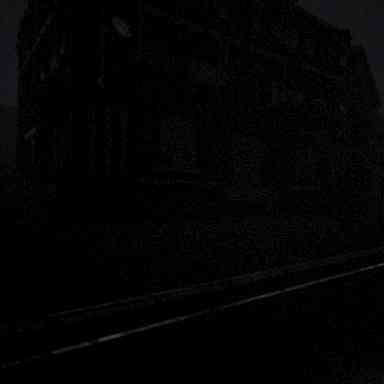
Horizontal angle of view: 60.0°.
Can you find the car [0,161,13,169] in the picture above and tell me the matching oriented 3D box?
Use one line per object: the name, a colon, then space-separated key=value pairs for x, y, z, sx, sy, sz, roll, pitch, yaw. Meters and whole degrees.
car: x=-18.169 y=-2.499 z=28.876 sx=2.002 sy=1.452 sz=4.674 roll=0 pitch=-2 yaw=40
